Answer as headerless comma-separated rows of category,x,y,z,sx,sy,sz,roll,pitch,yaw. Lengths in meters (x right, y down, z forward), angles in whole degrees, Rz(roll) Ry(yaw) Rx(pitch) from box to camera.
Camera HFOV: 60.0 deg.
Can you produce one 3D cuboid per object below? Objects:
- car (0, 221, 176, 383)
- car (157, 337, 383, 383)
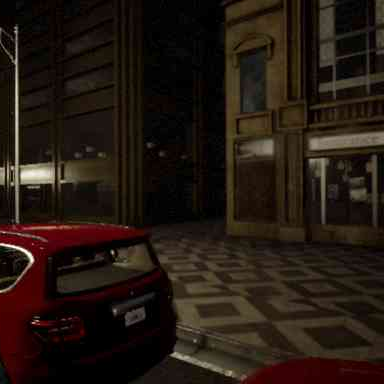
car,-2.516,1.361,4.748,5.009,1.841,2.192,-1,0,35
car,2.051,1.570,1.501,4.206,1.307,1.802,-1,0,35
